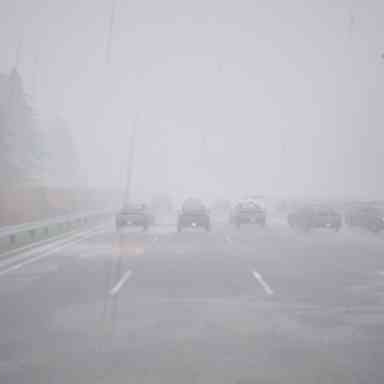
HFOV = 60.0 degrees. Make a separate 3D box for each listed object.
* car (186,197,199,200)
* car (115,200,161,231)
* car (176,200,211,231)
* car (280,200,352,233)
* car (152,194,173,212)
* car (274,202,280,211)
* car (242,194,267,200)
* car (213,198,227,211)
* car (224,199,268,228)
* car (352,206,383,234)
[{"bbox_3d":[0.091,1.329,38.382,2.097,1.767,4.553,0,0,0],"label":"car"},{"bbox_3d":[-3.405,1.479,20.548,2.128,1.511,4.902,0,0,0],"label":"car"},{"bbox_3d":[0.095,1.492,20.424,1.837,1.490,4.892,0,0,0],"label":"car"},{"bbox_3d":[7.095,1.480,19.713,2.128,1.511,4.902,0,0,0],"label":"car"},{"bbox_3d":[-3.409,1.199,37.949,2.150,2.045,5.566,0,0,0],"label":"car"},{"bbox_3d":[10.592,1.579,37.186,1.895,1.301,4.718,0,0,0],"label":"car"},{"bbox_3d":[7.091,1.199,37.944,2.150,2.045,5.566,0,0,0],"label":"car"},{"bbox_3d":[3.592,1.453,40.251,1.882,1.535,5.008,0,0,0],"label":"car"},{"bbox_3d":[3.595,1.478,22.067,2.128,1.511,4.902,0,0,0],"label":"car"},{"bbox_3d":[10.582,1.514,19.063,1.812,1.442,4.674,0,0,0],"label":"car"}]
